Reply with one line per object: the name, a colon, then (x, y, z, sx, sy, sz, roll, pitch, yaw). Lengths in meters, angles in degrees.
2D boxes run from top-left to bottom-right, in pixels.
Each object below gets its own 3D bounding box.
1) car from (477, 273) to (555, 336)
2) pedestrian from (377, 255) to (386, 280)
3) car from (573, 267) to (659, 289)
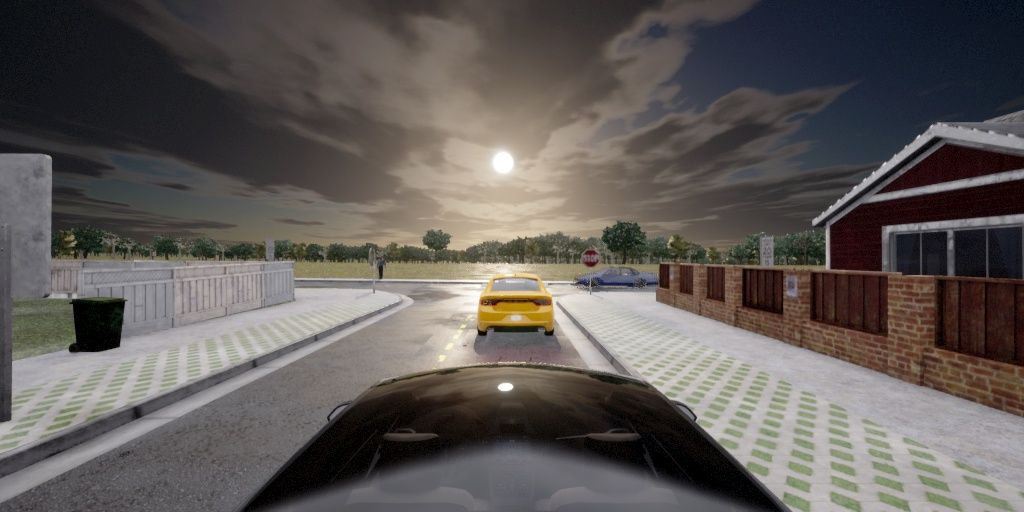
car: (0.092, 1.229, 10.468, 1.882, 1.535, 5.008, 0, 0, 0)
pedestrian: (-9.721, 0.819, 26.577, 0.375, 1.860, 0.375, 0, -1, 0)
car: (6.812, 1.412, 23.787, 5.357, 1.411, 2.033, 1, 0, 0)
